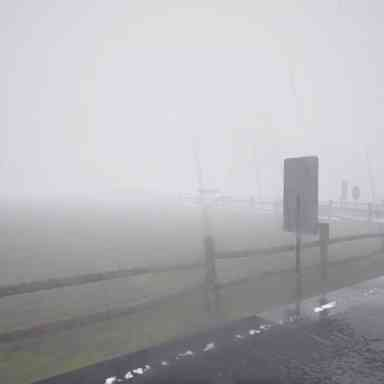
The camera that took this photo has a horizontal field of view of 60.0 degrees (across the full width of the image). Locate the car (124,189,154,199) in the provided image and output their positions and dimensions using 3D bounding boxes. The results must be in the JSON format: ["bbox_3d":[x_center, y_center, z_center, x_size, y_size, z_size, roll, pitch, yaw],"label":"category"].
[{"bbox_3d":[-8.413,0.260,52.419,2.097,1.767,4.553,1,1,-35],"label":"car"}]

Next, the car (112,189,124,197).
[{"bbox_3d":[-14.064,0.120,65.481,2.128,1.511,4.902,1,1,-35],"label":"car"}]

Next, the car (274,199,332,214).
[{"bbox_3d":[9.053,1.086,27.445,1.882,1.535,5.008,1,1,-35],"label":"car"}]

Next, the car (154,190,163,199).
[{"bbox_3d":[-6.597,0.398,54.857,1.882,1.535,5.008,1,1,-35],"label":"car"}]

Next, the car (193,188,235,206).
[{"bbox_3d":[2.334,0.560,37.020,2.150,2.045,5.566,1,1,-35],"label":"car"}]
